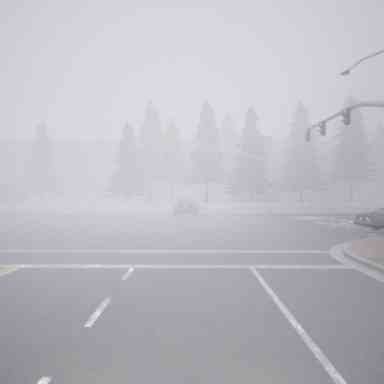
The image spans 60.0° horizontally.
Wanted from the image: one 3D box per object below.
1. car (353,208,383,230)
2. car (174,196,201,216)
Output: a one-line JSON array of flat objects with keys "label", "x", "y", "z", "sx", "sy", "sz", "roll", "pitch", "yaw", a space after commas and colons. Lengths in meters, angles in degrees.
[{"label": "car", "x": 11.777, "y": 1.483, "z": 18.159, "sx": 5.357, "sy": 1.411, "sz": 2.033, "roll": 0, "pitch": 0, "yaw": 3}, {"label": "car", "x": -0.439, "y": 1.182, "z": 30.848, "sx": 2.097, "sy": 1.767, "sz": 4.553, "roll": 0, "pitch": 3, "yaw": 3}]
